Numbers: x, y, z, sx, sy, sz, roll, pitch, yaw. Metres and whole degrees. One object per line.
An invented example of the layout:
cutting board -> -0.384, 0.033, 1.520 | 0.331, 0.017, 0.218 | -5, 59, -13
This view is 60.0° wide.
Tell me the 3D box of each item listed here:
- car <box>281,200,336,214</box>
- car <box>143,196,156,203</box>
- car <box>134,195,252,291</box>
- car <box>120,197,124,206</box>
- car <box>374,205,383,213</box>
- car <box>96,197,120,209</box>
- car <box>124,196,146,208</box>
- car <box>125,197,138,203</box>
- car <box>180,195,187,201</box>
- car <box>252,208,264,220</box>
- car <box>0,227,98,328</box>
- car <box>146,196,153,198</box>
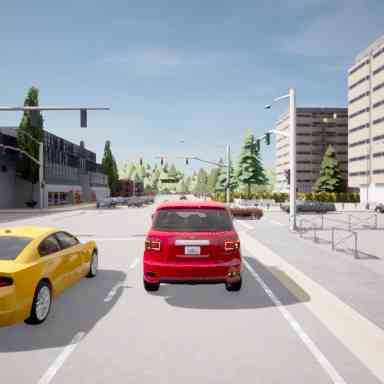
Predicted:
car -> 12.084, 1.547, 34.580 | 5.357, 1.411, 2.033 | 0, 0, -2
car -> -8.862, 1.540, 69.854 | 2.033, 1.411, 5.357 | 0, 0, -2
car -> 0.016, 1.221, 9.112 | 2.150, 2.045, 5.566 | 0, 0, 0
car -> -12.063, 1.547, 56.111 | 2.033, 1.411, 5.357 | 0, 0, -1
car -> 22.167, 1.547, 34.885 | 5.357, 1.411, 2.033 | 0, 0, -2
car -> -11.793, 1.492, 45.859 | 2.128, 1.511, 4.902 | 0, 0, -2
car -> -8.390, 1.505, 49.279 | 1.837, 1.490, 4.892 | 0, 0, -2
car -> -12.311, 1.601, 67.644 | 1.895, 1.301, 4.718 | 0, 0, -2
car -> -2.336, 1.524, 87.193 | 1.812, 1.442, 4.674 | 0, 0, -2
car -> 3.410, 1.601, 27.055 | 4.718, 1.301, 1.895 | 0, 0, -3
car -> -3.478, 1.478, 7.125 | 1.882, 1.535, 5.008 | 0, 0, 0
car -> -8.648, 1.492, 59.490 | 2.128, 1.511, 4.902 | 0, 0, -1
